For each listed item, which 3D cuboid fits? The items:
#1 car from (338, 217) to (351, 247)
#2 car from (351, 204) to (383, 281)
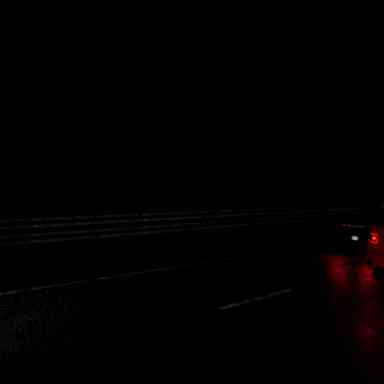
[{"bbox_3d":[8.023,1.494,13.774,4.902,1.511,2.128,0,0,-35],"label":"car"},{"bbox_3d":[6.654,1.223,8.497,5.566,2.045,2.150,0,0,-36],"label":"car"}]
